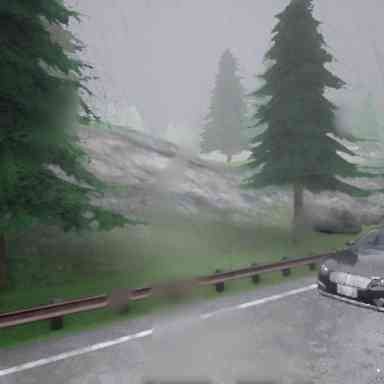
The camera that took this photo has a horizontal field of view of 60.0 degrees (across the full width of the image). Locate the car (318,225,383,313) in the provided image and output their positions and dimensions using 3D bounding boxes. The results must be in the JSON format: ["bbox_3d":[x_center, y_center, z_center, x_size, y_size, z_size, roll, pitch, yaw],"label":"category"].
[{"bbox_3d":[4.770,1.497,7.329,4.902,1.511,2.128,0,0,-35],"label":"car"}]
